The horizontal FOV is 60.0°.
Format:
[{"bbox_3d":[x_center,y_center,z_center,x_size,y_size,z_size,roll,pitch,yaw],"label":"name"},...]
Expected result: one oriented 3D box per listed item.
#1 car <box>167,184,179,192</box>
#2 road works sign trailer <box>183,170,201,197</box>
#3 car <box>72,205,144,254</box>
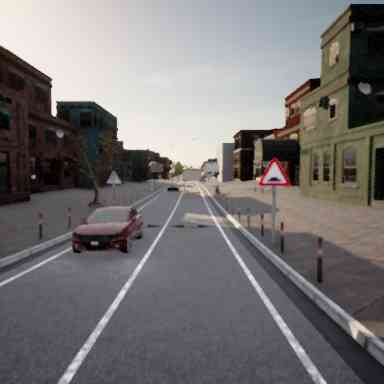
[{"bbox_3d":[-3.072,-0.673,54.398,1.895,1.301,4.718,0,4,0],"label":"car"},{"bbox_3d":[-0.009,-1.223,44.881,2.380,3.560,2.880,0,4,0],"label":"road works sign trailer"},{"bbox_3d":[-3.097,1.307,13.063,1.882,1.535,5.008,0,1,0],"label":"car"}]
